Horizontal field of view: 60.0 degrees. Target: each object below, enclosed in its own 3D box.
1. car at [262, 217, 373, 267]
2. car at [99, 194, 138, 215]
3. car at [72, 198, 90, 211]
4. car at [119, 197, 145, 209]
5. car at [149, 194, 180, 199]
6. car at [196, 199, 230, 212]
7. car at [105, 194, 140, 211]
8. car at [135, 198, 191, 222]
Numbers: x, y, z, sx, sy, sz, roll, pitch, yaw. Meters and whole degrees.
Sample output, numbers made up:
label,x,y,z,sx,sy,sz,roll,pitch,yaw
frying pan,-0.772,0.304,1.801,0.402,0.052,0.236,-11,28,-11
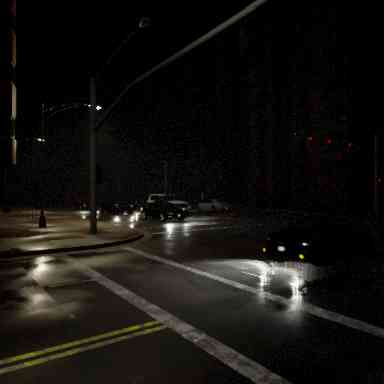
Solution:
label,x,y,z,sx,sy,sz,roll,pitch,yaw
car,4.378,1.564,11.424,4.181,1.385,1.994,0,0,-36
car,-7.712,1.352,33.847,2.097,1.767,4.553,0,0,-36
car,-13.670,1.478,42.070,1.882,1.535,5.008,0,0,-36
car,-8.511,1.526,47.099,1.812,1.442,4.674,0,0,-36
car,-2.390,1.221,32.491,2.150,2.045,5.566,0,0,-36
car,2.374,1.526,38.079,1.812,1.442,4.674,0,0,-36
car,-8.707,1.221,41.170,2.150,2.045,5.566,0,0,-36
car,-2.381,1.505,26.534,1.837,1.490,4.892,0,0,-36
